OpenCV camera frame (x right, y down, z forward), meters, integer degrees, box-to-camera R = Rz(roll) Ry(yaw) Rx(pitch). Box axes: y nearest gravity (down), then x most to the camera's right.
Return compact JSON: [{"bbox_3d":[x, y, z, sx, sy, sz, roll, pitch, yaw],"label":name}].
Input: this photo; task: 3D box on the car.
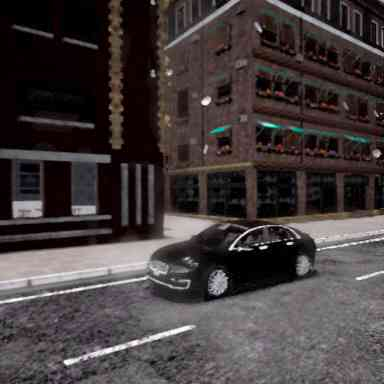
[{"bbox_3d":[1.220,1.515,8.545,4.892,1.490,1.837,1,0,-35],"label":"car"}]
